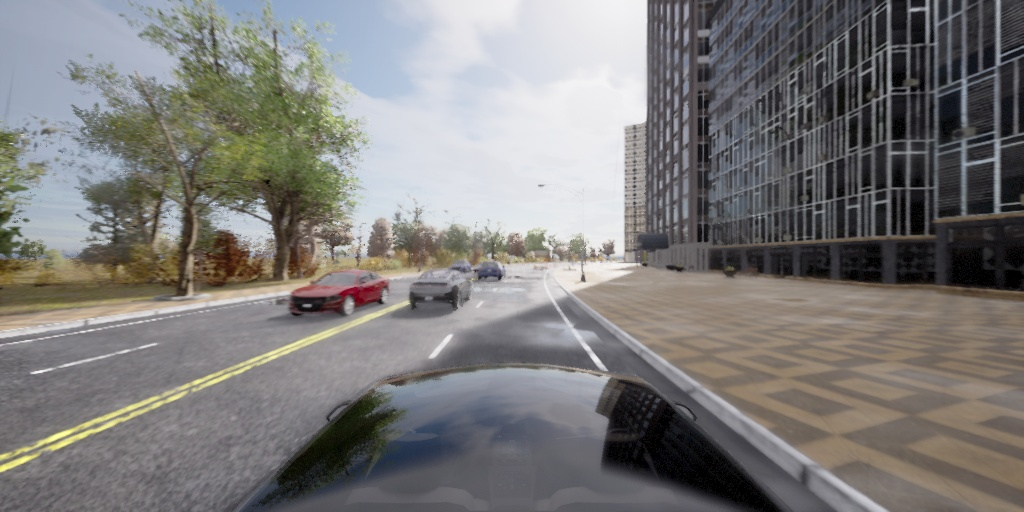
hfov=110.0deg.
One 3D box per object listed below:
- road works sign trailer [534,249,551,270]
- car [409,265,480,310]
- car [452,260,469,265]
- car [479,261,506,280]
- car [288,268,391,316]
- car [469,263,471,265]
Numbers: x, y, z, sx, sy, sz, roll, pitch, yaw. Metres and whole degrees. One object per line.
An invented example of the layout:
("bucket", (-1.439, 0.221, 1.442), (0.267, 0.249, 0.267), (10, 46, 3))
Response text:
("road works sign trailer", (5.136, 0.608, 62.999), (2.380, 3.560, 2.880), (0, 0, 10))
("car", (-2.864, 1.311, 15.143), (2.128, 1.511, 4.902), (0, 0, 2))
("car", (-6.879, 1.351, 48.268), (2.097, 1.767, 4.553), (0, 0, 8))
("car", (-1.774, 1.284, 33.390), (2.097, 1.767, 4.553), (0, 0, 5))
("car", (-6.328, 1.274, 13.737), (1.882, 1.535, 5.008), (0, 0, 2))
("car", (-3.691, 1.558, 47.675), (2.033, 1.411, 5.357), (0, 0, 8))
